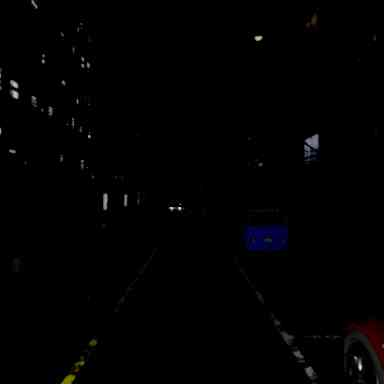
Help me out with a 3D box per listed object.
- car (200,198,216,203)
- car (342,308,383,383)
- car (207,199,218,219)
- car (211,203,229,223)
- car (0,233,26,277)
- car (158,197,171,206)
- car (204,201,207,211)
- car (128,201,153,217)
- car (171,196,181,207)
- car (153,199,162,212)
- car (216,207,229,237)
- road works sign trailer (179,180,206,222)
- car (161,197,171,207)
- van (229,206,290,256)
[{"bbox_3d":[2.678,1.797,47.345,2.192,1.841,5.009,0,-1,0],"label":"car"},{"bbox_3d":[2.691,1.465,2.255,1.967,1.590,4.097,0,-1,0],"label":"car"},{"bbox_3d":[2.682,1.753,30.436,1.967,1.590,4.097,0,-1,0],"label":"car"},{"bbox_3d":[2.684,1.801,24.798,1.887,1.381,4.507,0,-1,0],"label":"car"},{"bbox_3d":[-5.692,1.627,7.890,1.887,1.381,4.507,0,-1,0],"label":"car"},{"bbox_3d":[-5.709,2.017,69.891,2.192,1.841,5.009,0,-1,0],"label":"car"},{"bbox_3d":[2.681,1.920,36.070,2.008,1.369,4.403,0,-1,0],"label":"car"},{"bbox_3d":[-5.701,1.935,36.070,1.947,1.339,4.313,0,-1,0],"label":"car"},{"bbox_3d":[-3.040,1.872,64.547,2.150,2.045,5.566,0,-1,1],"label":"car"},{"bbox_3d":[-5.704,2.005,47.174,1.752,1.417,4.829,0,-1,0],"label":"car"},{"bbox_3d":[2.685,1.765,19.162,1.947,1.339,4.313,0,-1,0],"label":"car"},{"bbox_3d":[0.006,0.769,29.594,2.380,3.560,2.880,0,-1,0],"label":"road works sign trailer"},{"bbox_3d":[-5.709,2.087,64.254,1.967,1.590,4.097,0,-1,0],"label":"car"},{"bbox_3d":[2.688,1.482,13.528,1.690,1.788,3.998,0,-1,0],"label":"van"}]
